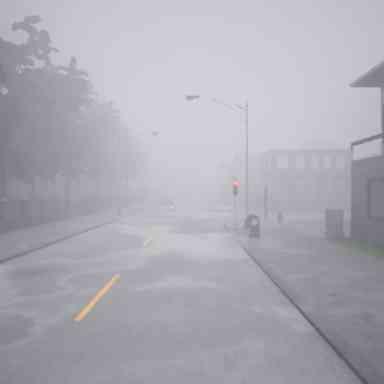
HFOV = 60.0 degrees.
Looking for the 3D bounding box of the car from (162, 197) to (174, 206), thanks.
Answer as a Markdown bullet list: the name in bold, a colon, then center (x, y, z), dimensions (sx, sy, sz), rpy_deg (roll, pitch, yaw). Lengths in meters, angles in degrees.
- **car**: center (-4.005, 1.611, 56.886), dimensions (2.033, 1.411, 5.357), rpy_deg (0, 0, 1)
